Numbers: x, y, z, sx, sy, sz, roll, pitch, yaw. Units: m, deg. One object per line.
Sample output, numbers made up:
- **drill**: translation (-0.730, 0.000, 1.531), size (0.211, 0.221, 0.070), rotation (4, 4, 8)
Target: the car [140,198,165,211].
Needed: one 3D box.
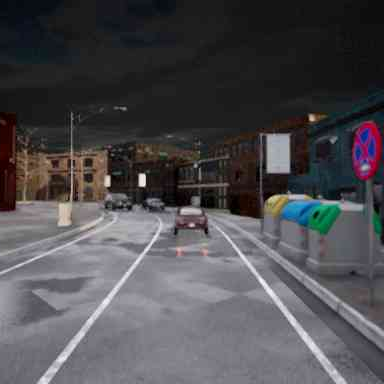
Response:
- **car**: translation (-4.697, 1.434, 39.031), size (2.128, 1.511, 4.902), rotation (1, 0, -24)

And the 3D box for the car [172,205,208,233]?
- **car**: translation (-0.139, 1.498, 19.124), size (1.812, 1.442, 4.674), rotation (0, 0, -3)

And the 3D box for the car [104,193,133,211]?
- **car**: translation (-8.668, 1.127, 38.981), size (2.150, 2.045, 5.566), rotation (1, 0, -28)
